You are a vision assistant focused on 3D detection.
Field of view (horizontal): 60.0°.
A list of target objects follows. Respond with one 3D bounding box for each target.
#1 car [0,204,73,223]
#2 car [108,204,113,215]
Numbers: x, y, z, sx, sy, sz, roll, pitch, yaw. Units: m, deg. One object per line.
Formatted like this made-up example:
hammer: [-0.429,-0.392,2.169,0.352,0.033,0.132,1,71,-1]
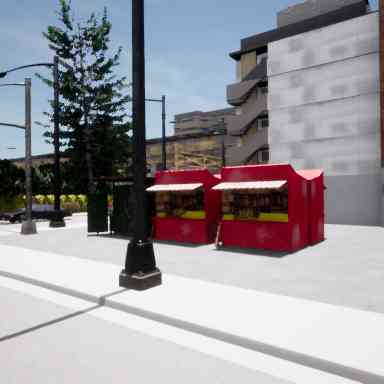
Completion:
car: [-12.420,1.686,26.929,2.033,1.411,5.357,-1,-1,36]
car: [-6.889,1.489,34.575,2.097,1.767,4.553,-1,-1,36]
